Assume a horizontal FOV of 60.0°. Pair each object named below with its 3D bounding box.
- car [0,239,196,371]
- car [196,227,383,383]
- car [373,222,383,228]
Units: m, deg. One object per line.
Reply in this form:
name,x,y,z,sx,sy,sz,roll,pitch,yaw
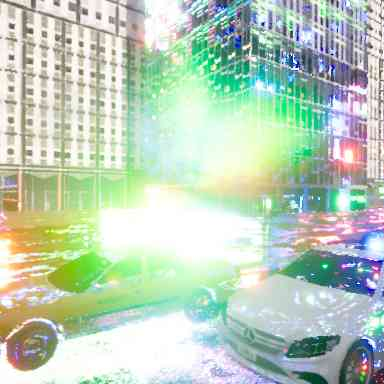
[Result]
car,-1.276,1.536,5.653,4.829,1.417,1.752,0,0,-36
car,2.517,1.553,5.180,4.674,1.442,1.812,-1,0,-36
car,7.866,1.621,12.184,4.403,1.369,2.008,0,0,-36
